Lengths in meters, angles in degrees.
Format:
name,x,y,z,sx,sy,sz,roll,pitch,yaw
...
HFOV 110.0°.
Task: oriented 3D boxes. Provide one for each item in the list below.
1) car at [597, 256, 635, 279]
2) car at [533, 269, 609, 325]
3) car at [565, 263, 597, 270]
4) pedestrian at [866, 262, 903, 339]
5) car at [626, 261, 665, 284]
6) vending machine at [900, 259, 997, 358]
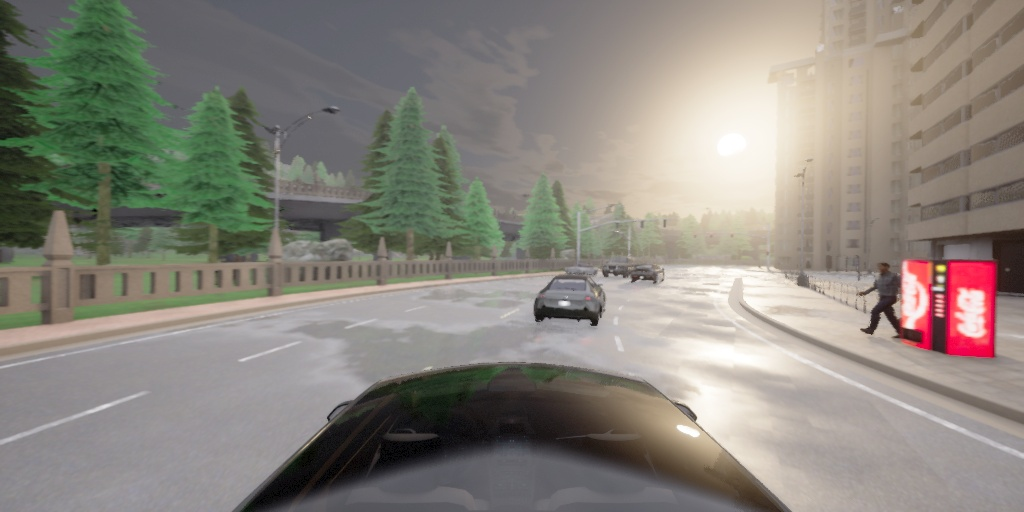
name,x,y,z,sx,sy,sz,roll,pitch,yaw
car,10.520,1.056,34.756,2.150,2.045,5.566,1,0,33
car,2.059,1.322,12.089,1.994,1.385,4.181,1,0,17
car,6.941,1.380,35.684,1.895,1.301,4.718,1,0,33
pedestrian,8.733,1.002,8.413,0.375,1.860,0.375,1,0,15
car,10.801,1.353,28.384,1.837,1.490,4.892,1,0,32
vending machine,9.091,1.063,7.549,1.100,2.100,0.880,0,0,14
